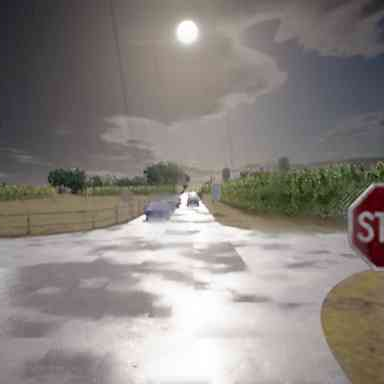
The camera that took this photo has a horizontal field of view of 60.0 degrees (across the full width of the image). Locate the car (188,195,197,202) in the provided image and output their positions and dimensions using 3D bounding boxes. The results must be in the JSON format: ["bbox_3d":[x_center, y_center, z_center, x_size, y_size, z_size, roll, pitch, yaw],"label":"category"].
[{"bbox_3d":[0.117,1.323,70.463,1.895,1.301,4.718,0,1,0],"label":"car"}]

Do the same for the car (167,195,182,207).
[{"bbox_3d":[-2.807,1.262,46.216,2.097,1.767,4.553,0,0,0],"label":"car"}]

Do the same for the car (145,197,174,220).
[{"bbox_3d":[-2.786,1.464,27.918,1.882,1.535,5.008,0,0,-2],"label":"car"}]

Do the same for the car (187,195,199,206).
[{"bbox_3d":[0.132,1.395,52.811,1.812,1.442,4.674,0,0,0],"label":"car"}]

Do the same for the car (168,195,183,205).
[{"bbox_3d":[-2.759,1.335,56.485,2.128,1.511,4.902,0,0,1],"label":"car"}]

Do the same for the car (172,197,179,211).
[{"bbox_3d":[-2.824,1.553,37.231,1.895,1.301,4.718,0,0,0],"label":"car"}]
